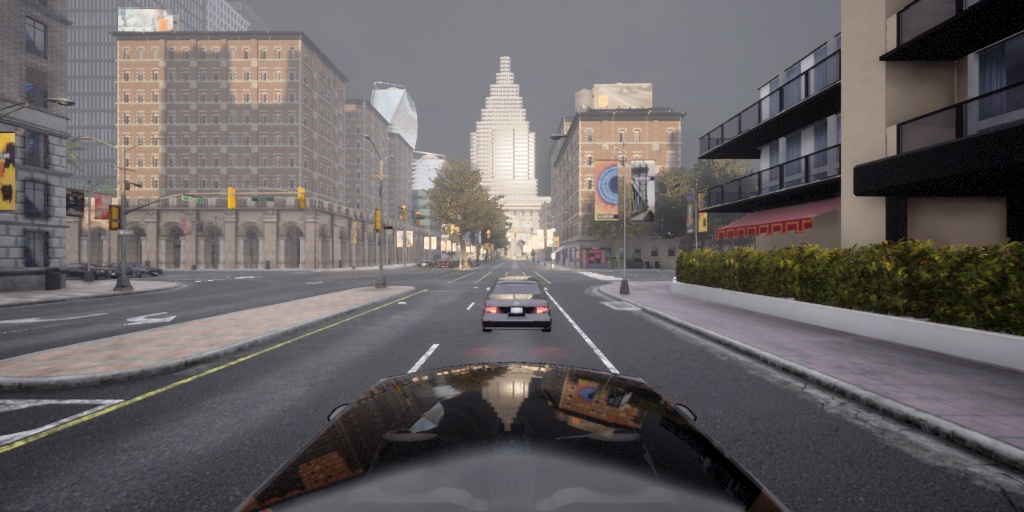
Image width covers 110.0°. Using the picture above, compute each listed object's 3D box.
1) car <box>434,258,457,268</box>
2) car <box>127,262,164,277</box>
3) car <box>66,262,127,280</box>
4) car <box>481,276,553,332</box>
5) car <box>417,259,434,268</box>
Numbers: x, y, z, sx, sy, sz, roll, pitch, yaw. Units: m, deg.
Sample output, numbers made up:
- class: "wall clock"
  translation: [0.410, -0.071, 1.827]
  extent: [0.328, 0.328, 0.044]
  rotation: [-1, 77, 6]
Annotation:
- class: "car"
  translation: [-11.057, 1.125, 59.733]
  extent: [2.097, 1.767, 4.553]
  rotation: [0, 0, 1]
- class: "car"
  translation: [-37.002, 1.310, 34.627]
  extent: [5.357, 1.411, 2.033]
  rotation: [0, 0, 0]
- class: "car"
  translation: [-36.938, 1.287, 31.136]
  extent: [4.674, 1.442, 1.812]
  rotation: [0, 0, 0]
- class: "car"
  translation: [0.145, 1.301, 10.805]
  extent: [2.033, 1.411, 5.357]
  rotation: [0, 0, 1]
- class: "car"
  translation: [-14.527, 1.265, 61.618]
  extent: [2.128, 1.511, 4.902]
  rotation: [0, 0, 1]
